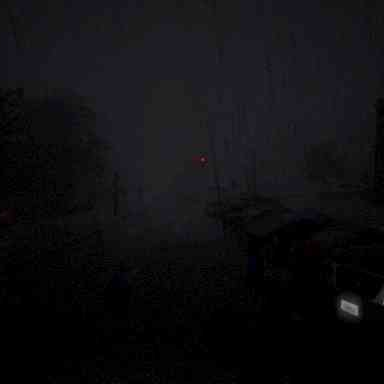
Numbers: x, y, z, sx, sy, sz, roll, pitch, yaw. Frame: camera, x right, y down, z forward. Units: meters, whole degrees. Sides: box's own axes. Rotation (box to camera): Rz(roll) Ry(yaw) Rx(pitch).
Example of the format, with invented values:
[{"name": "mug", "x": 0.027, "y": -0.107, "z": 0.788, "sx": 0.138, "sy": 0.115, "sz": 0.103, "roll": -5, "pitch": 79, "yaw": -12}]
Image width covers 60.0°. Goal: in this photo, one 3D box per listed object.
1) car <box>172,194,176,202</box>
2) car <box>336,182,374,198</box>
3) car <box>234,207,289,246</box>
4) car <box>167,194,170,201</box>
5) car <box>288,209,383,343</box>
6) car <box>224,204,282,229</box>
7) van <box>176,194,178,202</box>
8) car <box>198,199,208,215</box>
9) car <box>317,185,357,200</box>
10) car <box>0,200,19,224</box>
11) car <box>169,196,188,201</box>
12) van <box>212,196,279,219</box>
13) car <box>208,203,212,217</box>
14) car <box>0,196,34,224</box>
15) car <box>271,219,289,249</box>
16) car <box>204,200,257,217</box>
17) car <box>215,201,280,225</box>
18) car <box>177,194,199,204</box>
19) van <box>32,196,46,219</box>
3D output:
[{"name": "car", "x": -0.985, "y": 1.559, "z": 76.226, "sx": 5.566, "sy": 2.045, "sz": 2.435, "roll": 1, "pitch": 0, "yaw": -29}, {"name": "car", "x": 21.784, "y": -0.290, "z": 44.718, "sx": 2.435, "sy": 2.045, "sz": 5.566, "roll": -6, "pitch": 4, "yaw": -28}, {"name": "car", "x": 4.509, "y": 1.545, "z": 14.537, "sx": 4.674, "sy": 1.452, "sz": 2.002, "roll": 1, "pitch": 0, "yaw": -22}, {"name": "car", "x": -2.811, "y": 1.564, "z": 88.137, "sx": 5.566, "sy": 2.045, "sz": 2.435, "roll": 1, "pitch": 0, "yaw": -29}, {"name": "car", "x": 4.697, "y": 1.238, "z": 5.462, "sx": 5.566, "sy": 2.045, "sz": 2.435, "roll": 1, "pitch": 0, "yaw": -21}, {"name": "car", "x": 4.396, "y": 1.550, "z": 17.560, "sx": 4.674, "sy": 1.452, "sz": 2.002, "roll": 1, "pitch": 0, "yaw": -22}, {"name": "van", "x": -0.613, "y": 1.583, "z": 73.210, "sx": 4.442, "sy": 1.987, "sz": 1.878, "roll": 1, "pitch": 0, "yaw": -29}, {"name": "car", "x": 3.626, "y": 1.525, "z": 29.549, "sx": 5.366, "sy": 1.575, "sz": 1.946, "roll": 1, "pitch": 0, "yaw": -24}, {"name": "car", "x": 18.821, "y": 0.287, "z": 44.298, "sx": 2.002, "sy": 1.452, "sz": 4.674, "roll": -6, "pitch": 4, "yaw": -29}, {"name": "car", "x": -14.240, "y": 1.554, "z": 21.014, "sx": 5.366, "sy": 1.575, "sz": 1.946, "roll": -1, "pitch": 0, "yaw": -23}, {"name": "car", "x": -3.783, "y": 1.822, "z": 94.045, "sx": 4.892, "sy": 1.521, "sz": 2.231, "roll": 1, "pitch": 0, "yaw": -29}, {"name": "van", "x": 4.032, "y": 1.293, "z": 23.545, "sx": 4.442, "sy": 1.987, "sz": 1.878, "roll": 1, "pitch": 0, "yaw": -23}, {"name": "car", "x": 4.006, "y": 1.400, "z": 26.621, "sx": 4.553, "sy": 1.767, "sz": 2.185, "roll": 1, "pitch": 0, "yaw": -23}, {"name": "car", "x": -14.191, "y": 1.435, "z": 24.055, "sx": 4.553, "sy": 1.767, "sz": 2.185, "roll": -1, "pitch": 0, "yaw": -23}, {"name": "car", "x": 4.662, "y": 1.535, "z": 8.502, "sx": 4.674, "sy": 1.452, "sz": 2.002, "roll": 1, "pitch": 0, "yaw": -21}, {"name": "car", "x": 3.784, "y": 1.571, "z": 32.606, "sx": 4.792, "sy": 1.488, "sz": 2.163, "roll": 1, "pitch": 0, "yaw": -24}, {"name": "car", "x": 4.284, "y": 1.516, "z": 20.576, "sx": 4.892, "sy": 1.521, "sz": 2.231, "roll": 1, "pitch": 0, "yaw": -23}, {"name": "car", "x": -0.111, "y": 1.684, "z": 70.274, "sx": 4.553, "sy": 1.767, "sz": 2.185, "roll": 1, "pitch": 0, "yaw": -28}, {"name": "van", "x": -14.288, "y": 1.341, "z": 27.048, "sx": 4.442, "sy": 1.987, "sz": 1.878, "roll": -1, "pitch": 0, "yaw": -23}]
